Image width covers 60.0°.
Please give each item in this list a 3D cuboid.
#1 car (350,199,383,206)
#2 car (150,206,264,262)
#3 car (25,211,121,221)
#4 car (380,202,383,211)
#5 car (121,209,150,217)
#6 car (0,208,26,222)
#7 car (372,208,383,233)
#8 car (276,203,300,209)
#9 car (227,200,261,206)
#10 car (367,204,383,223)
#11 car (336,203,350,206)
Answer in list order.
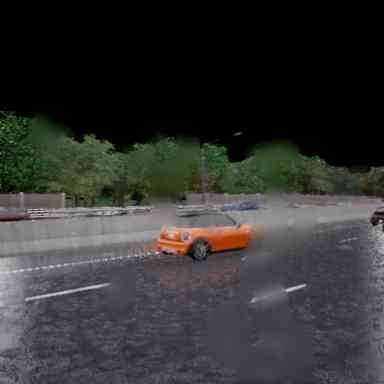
[{"bbox_3d":[25.465,2.012,47.768,5.566,2.045,2.150,1,-2,-39],"label":"car"},{"bbox_3d":[0.890,1.640,13.621,4.553,1.767,2.097,0,-2,-40],"label":"car"},{"bbox_3d":[-7.333,2.014,20.698,4.902,1.511,2.128,0,-2,-40],"label":"car"},{"bbox_3d":[37.093,2.690,61.816,4.902,1.511,2.128,1,-2,-40],"label":"car"},{"bbox_3d":[-5.438,2.283,31.341,4.181,1.385,1.994,0,-1,-40],"label":"car"},{"bbox_3d":[-15.713,2.101,27.395,4.553,1.767,2.097,0,-2,-40],"label":"car"},{"bbox_3d":[12.411,1.751,18.600,4.902,1.511,2.128,0,-1,-40],"label":"car"},{"bbox_3d":[15.263,2.478,52.960,4.892,1.490,1.837,1,-2,-39],"label":"car"},{"bbox_3d":[5.243,1.900,35.639,5.566,2.045,2.150,0,-1,-40],"label":"car"},{"bbox_3d":[15.648,1.867,25.815,4.892,1.490,1.837,0,-1,-40],"label":"car"},{"bbox_3d":[26.163,2.569,57.358,4.674,1.442,1.812,1,-2,-39],"label":"car"}]
